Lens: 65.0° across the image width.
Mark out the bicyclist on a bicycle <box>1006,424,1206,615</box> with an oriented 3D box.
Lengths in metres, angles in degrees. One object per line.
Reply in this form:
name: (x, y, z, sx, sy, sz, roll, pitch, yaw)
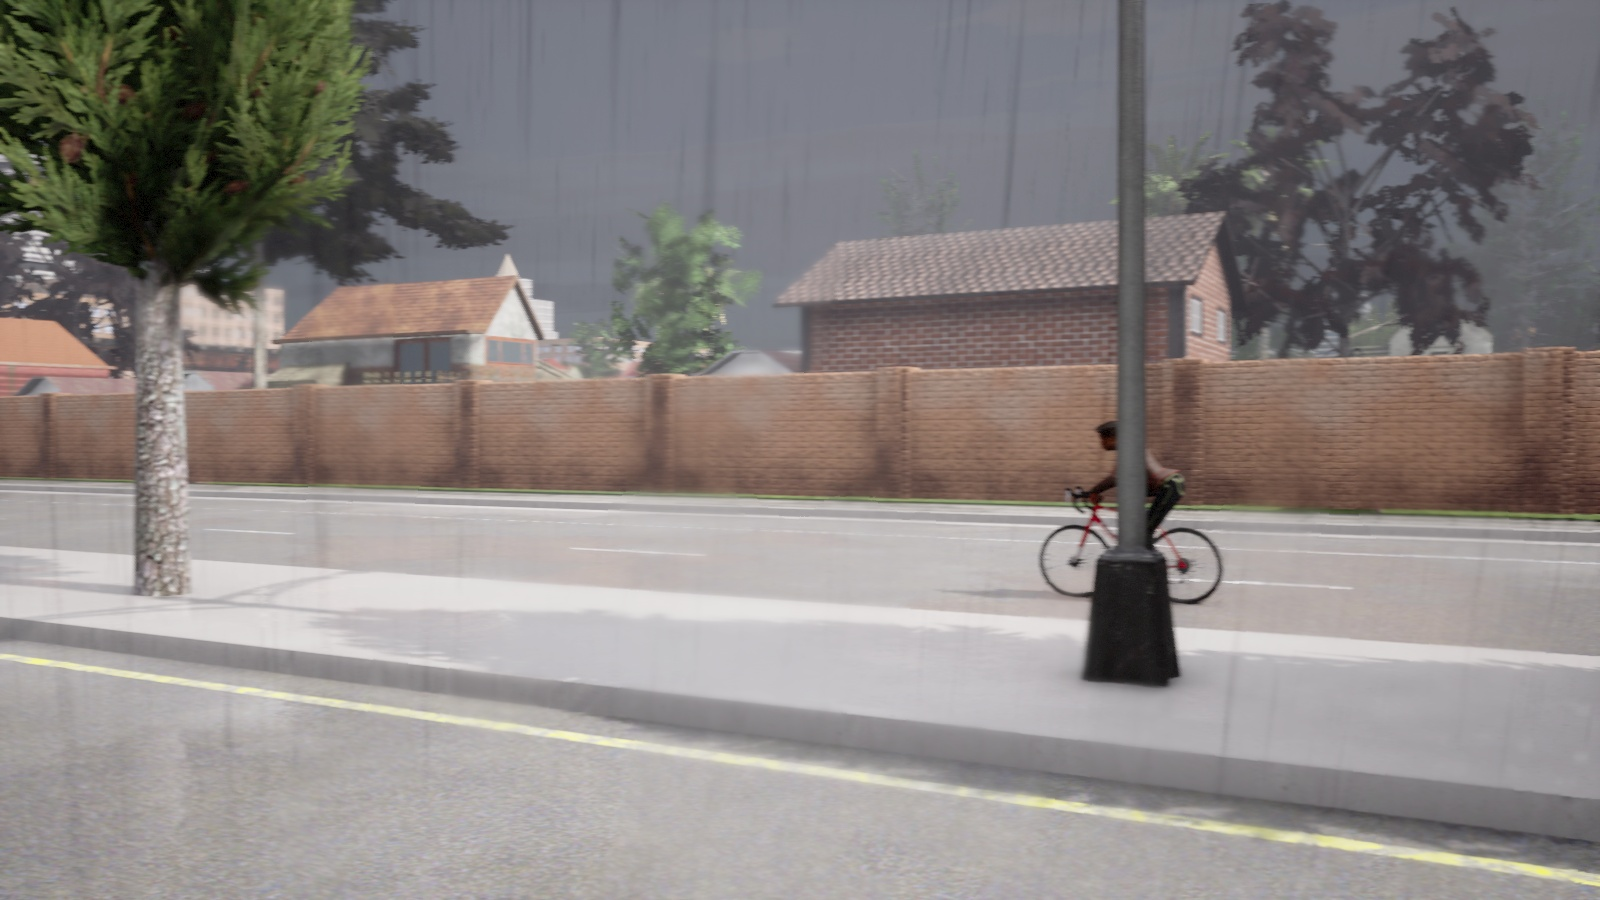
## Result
bicyclist on a bicycle: (2.748, 0.584, 11.328, 1.656, 1.620, 0.582, 0, 1, 28)
